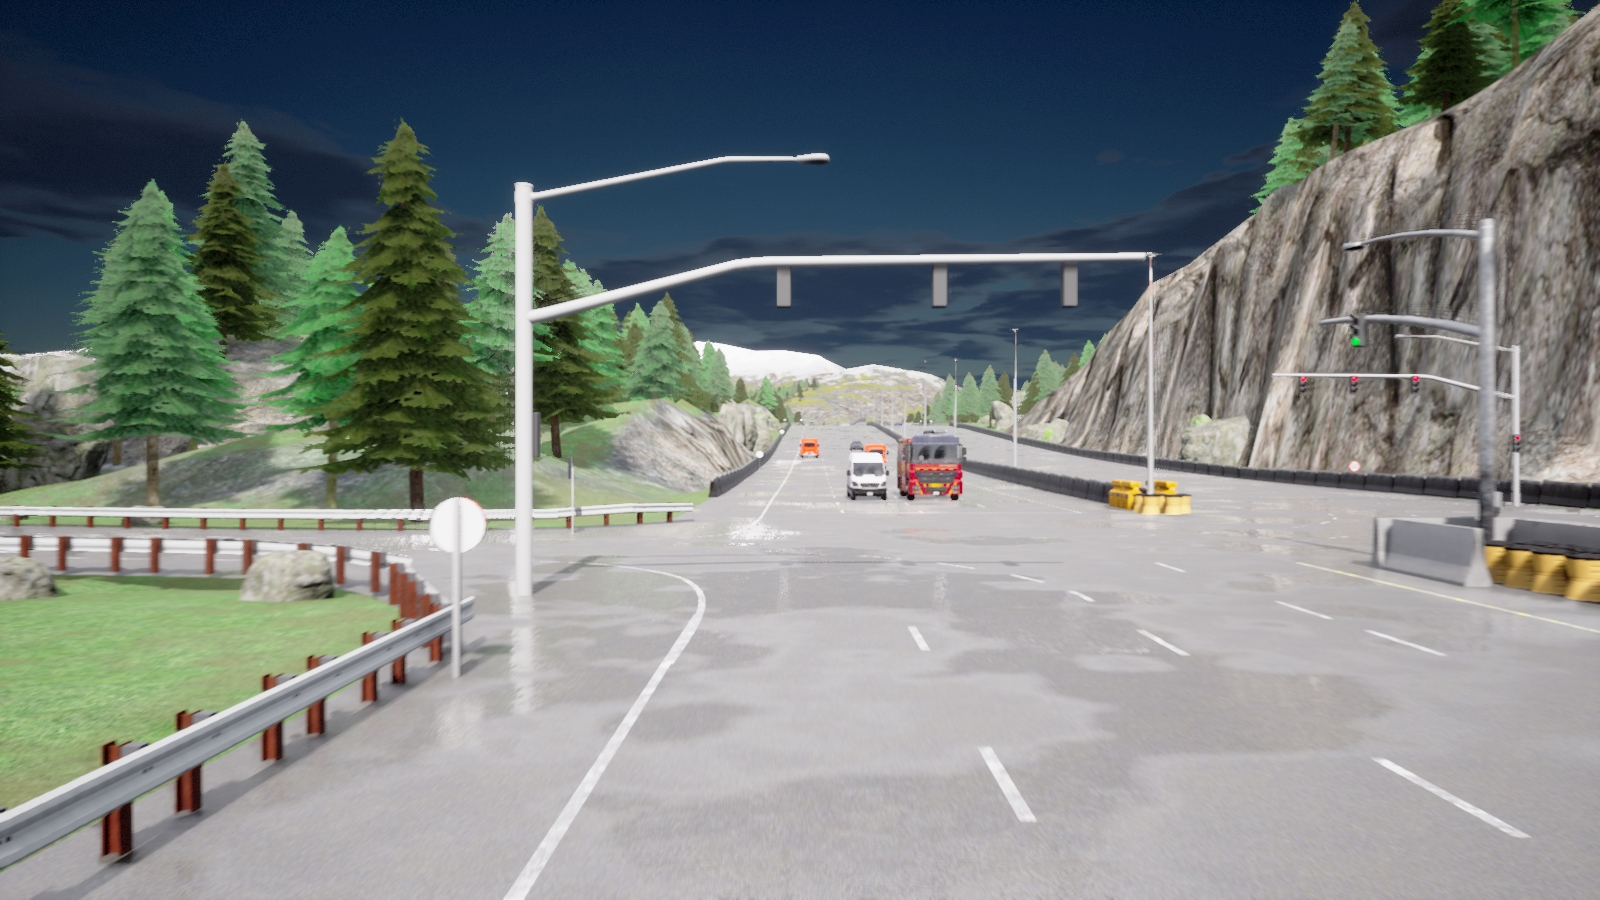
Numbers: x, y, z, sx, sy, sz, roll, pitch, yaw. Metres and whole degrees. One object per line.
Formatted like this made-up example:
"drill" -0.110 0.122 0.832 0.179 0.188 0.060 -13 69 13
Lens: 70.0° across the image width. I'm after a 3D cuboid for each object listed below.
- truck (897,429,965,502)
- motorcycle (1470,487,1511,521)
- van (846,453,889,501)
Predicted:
"truck" 7.242 0.810 64.141 2.891 3.827 8.468 0 0 0
"motorcycle" 27.705 2.145 45.854 0.803 1.217 2.033 -5 -1 16
"van" 3.733 1.455 64.259 1.988 2.561 5.915 0 0 0
